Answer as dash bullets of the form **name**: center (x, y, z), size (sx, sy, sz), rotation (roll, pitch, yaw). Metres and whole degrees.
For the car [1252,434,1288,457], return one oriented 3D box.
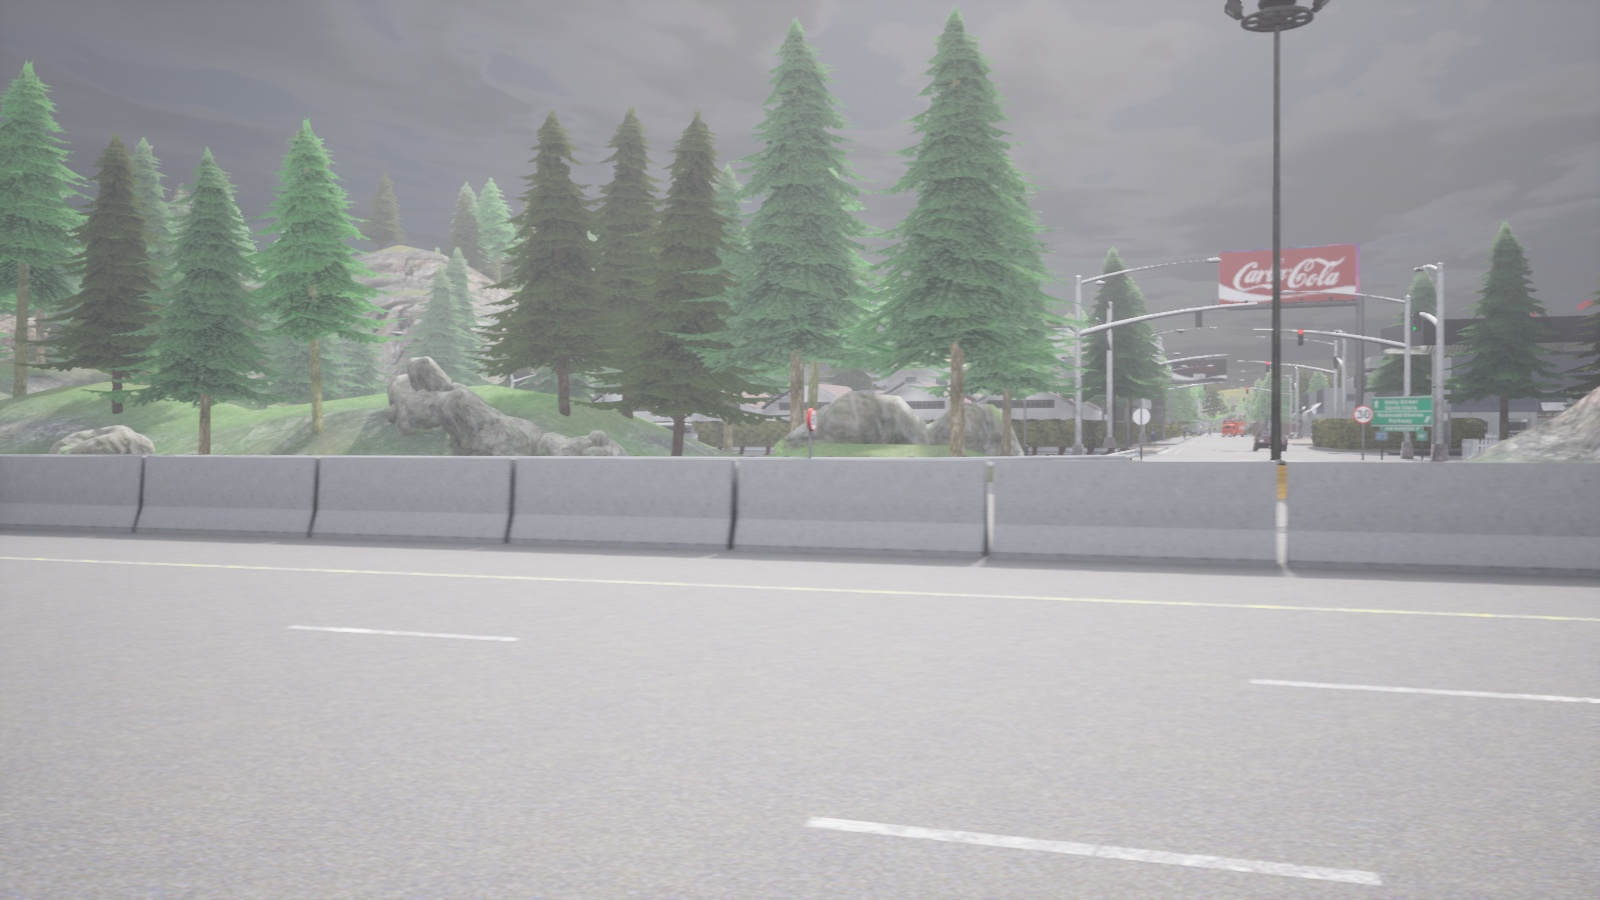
- **car**: center (28.776, -0.309, 76.984), size (1.895, 1.301, 4.718), rotation (2, 1, 18)

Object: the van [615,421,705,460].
- **van**: center (-7.499, -0.528, 67.132), size (4.442, 1.987, 1.775), rotation (1, 1, 19)
